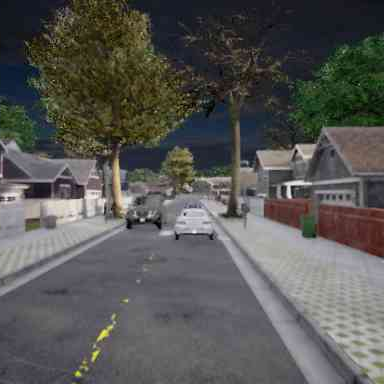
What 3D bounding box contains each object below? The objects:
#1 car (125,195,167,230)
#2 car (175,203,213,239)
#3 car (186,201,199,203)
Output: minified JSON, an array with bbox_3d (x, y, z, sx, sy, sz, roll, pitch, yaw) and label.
[{"bbox_3d":[-2.842,1.242,21.787,2.150,2.045,5.566,0,0,0],"label":"car"},{"bbox_3d":[0.101,1.539,17.251,1.812,1.442,4.674,0,0,0],"label":"car"},{"bbox_3d":[0.099,1.658,38.845,1.895,1.301,4.718,0,0,0],"label":"car"}]
